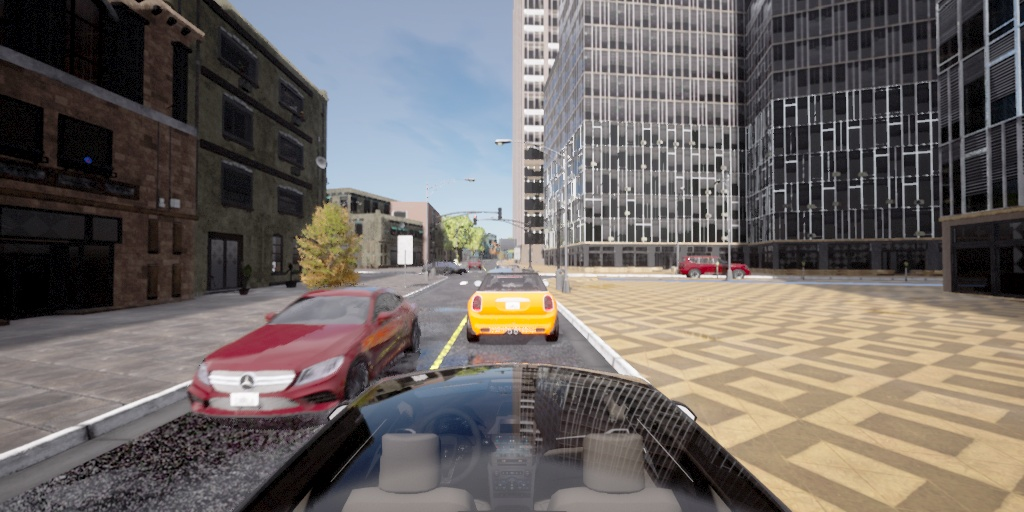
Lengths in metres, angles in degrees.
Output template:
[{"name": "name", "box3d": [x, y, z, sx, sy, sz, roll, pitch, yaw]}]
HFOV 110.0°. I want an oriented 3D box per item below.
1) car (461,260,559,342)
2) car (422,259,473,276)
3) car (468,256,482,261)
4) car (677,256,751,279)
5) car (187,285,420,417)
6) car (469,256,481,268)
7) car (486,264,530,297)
[{"name": "car", "box3d": [-0.003, 1.102, 9.944, 2.097, 1.767, 4.553, 0, 0, -1]}, {"name": "car", "box3d": [-7.001, 1.275, 37.169, 5.357, 1.411, 2.033, 0, -1, 37]}, {"name": "car", "box3d": [-5.521, 1.220, 53.297, 1.882, 1.535, 5.008, 0, 0, -6]}, {"name": "car", "box3d": [15.723, 0.928, 28.211, 5.009, 1.841, 2.192, 0, 0, 18]}, {"name": "car", "box3d": [-2.883, 1.275, 6.160, 1.812, 1.442, 4.674, 0, 0, -1]}, {"name": "car", "box3d": [-6.505, 0.963, 63.205, 2.150, 2.045, 5.566, 0, 0, -5]}, {"name": "car", "box3d": [-0.239, 1.240, 20.081, 2.128, 1.511, 4.902, 0, 0, -1]}]
